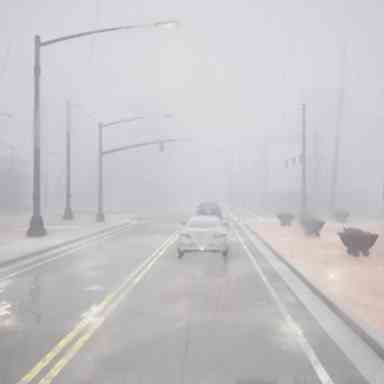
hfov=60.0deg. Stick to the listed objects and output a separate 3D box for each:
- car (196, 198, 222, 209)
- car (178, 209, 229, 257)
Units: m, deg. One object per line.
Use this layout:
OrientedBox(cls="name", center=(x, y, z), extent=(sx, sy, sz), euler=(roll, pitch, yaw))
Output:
OrientedBox(cls="car", center=(1.434, 1.625, 27.928), extent=(2.097, 1.767, 4.553), euler=(0, -1, 4))
OrientedBox(cls="car", center=(0.502, 1.656, 13.425), extent=(1.812, 1.442, 4.674), euler=(0, 0, 4))
